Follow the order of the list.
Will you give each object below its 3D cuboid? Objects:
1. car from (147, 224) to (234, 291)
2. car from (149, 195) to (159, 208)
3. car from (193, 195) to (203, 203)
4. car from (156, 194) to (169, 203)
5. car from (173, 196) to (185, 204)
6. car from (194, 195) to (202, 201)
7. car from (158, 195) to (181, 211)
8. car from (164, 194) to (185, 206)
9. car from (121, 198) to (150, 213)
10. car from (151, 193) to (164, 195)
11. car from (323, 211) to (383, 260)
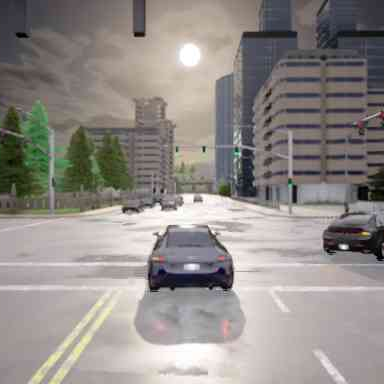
[{"bbox_3d":[-0.128,1.551,9.035,1.994,1.385,4.181,0,0,-4],"label":"car"},{"bbox_3d":[-6.128,1.483,46.276,2.033,1.411,5.357,0,0,1],"label":"car"},{"bbox_3d":[1.244,1.469,68.011,1.994,1.385,4.181,0,0,1],"label":"car"},{"bbox_3d":[-5.777,1.260,66.441,2.097,1.767,4.553,0,0,1],"label":"car"},{"bbox_3d":[-2.366,1.422,60.214,1.837,1.490,4.892,0,0,1],"label":"car"},{"bbox_3d":[1.371,1.393,77.960,1.837,1.490,4.892,0,0,1],"label":"car"},{"bbox_3d":[-2.704,1.448,40.680,1.837,1.490,4.892,0,0,1],"label":"car"},{"bbox_3d":[-2.570,1.283,49.803,2.097,1.767,4.553,0,0,1],"label":"car"},{"bbox_3d":[-6.263,1.497,36.203,2.033,1.411,5.357,0,0,1],"label":"car"},{"bbox_3d":[-5.949,1.143,56.451,2.150,2.045,5.566,0,0,1],"label":"car"},{"bbox_3d":[6.594,1.491,12.448,1.837,1.490,4.892,-4,-2,45],"label":"car"}]
